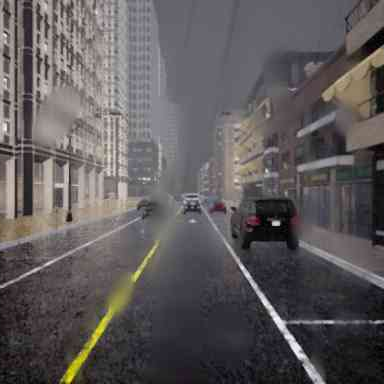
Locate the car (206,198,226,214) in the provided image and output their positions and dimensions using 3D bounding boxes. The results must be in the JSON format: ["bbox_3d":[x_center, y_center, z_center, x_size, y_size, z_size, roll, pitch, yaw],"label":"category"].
[{"bbox_3d":[2.694,1.584,35.537,1.802,1.307,4.206,0,0,0],"label":"car"}]

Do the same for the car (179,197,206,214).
[{"bbox_3d":[0.063,1.549,34.732,2.033,1.411,5.357,0,0,0],"label":"car"}]

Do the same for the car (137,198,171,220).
[{"bbox_3d":[-3.094,1.505,27.870,1.837,1.490,4.892,0,0,0],"label":"car"}]

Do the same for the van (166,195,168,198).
[{"bbox_3d":[-5.683,1.352,58.133,1.690,1.788,3.998,0,0,0],"label":"van"}]

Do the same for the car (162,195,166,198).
[{"bbox_3d":[-5.684,1.559,52.484,2.008,1.369,4.403,0,0,0],"label":"car"}]

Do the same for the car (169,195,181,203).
[{"bbox_3d":[-2.990,1.366,69.247,2.097,1.767,4.553,0,0,0],"label":"car"}]

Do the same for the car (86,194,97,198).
[{"bbox_3d":[-26.697,1.134,85.848,4.206,1.307,1.802,1,-1,0],"label":"car"}]

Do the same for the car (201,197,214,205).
[{"bbox_3d":[2.697,1.562,58.131,2.008,1.369,4.403,0,0,0],"label":"car"}]

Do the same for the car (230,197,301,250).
[{"bbox_3d":[3.000,1.223,14.537,2.150,2.045,5.566,0,0,0],"label":"car"}]

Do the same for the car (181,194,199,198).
[{"bbox_3d":[0.013,1.229,46.668,2.150,2.045,5.566,0,0,0],"label":"car"}]

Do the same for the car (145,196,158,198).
[{"bbox_3d":[-5.685,1.569,41.187,1.947,1.339,4.313,0,0,0],"label":"car"}]

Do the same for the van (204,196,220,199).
[{"bbox_3d":[2.695,1.344,41.185,1.690,1.788,3.998,0,0,0],"label":"van"}]

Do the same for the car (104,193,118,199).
[{"bbox_3d":[-21.120,1.099,85.863,4.097,1.590,1.967,1,-1,0],"label":"car"}]

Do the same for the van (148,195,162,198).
[{"bbox_3d":[-5.685,1.346,46.835,1.690,1.788,3.998,0,0,0],"label":"van"}]
